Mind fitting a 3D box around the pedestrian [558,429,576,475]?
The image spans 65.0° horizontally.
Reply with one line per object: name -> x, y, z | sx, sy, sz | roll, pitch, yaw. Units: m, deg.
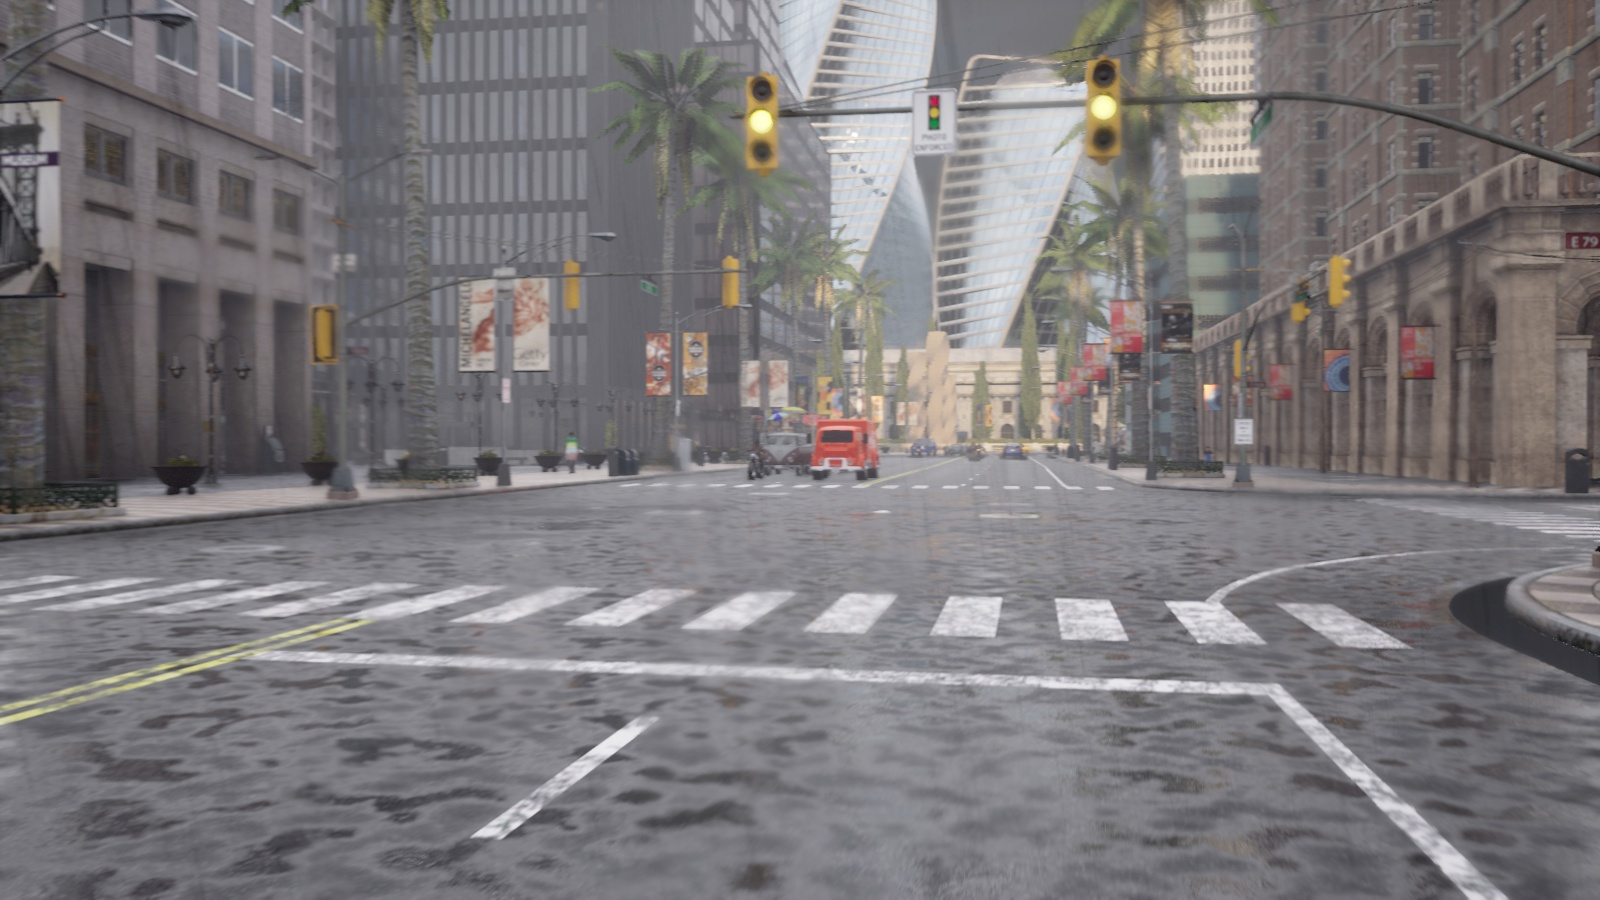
pedestrian -> -10.012, 0.072, 54.014 | 0.659, 1.952, 0.873 | 0, 0, -2

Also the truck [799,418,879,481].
truck -> 1.707, -0.034, 52.481 | 2.627, 2.467, 5.204 | 0, 0, 10

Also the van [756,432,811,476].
van -> -0.729, 0.163, 58.913 | 1.775, 1.987, 4.442 | 0, 0, 10

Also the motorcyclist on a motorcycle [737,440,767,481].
motorcyclist on a motorcycle -> -1.964, 0.398, 51.719 | 0.766, 1.649, 2.350 | 0, 1, 10
